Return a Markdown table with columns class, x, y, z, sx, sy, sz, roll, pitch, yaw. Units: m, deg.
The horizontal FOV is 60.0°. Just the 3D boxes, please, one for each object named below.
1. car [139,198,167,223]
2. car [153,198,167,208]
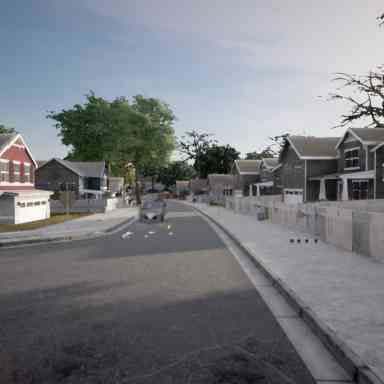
| class | x | y | z | sx | sy | sz | roll | pitch | yaw |
| --- | --- | --- | --- | --- | --- | --- | --- | --- | --- |
| car | -3.062 | 1.521 | 26.119 | 2.128 | 1.511 | 4.902 | 0 | 0 | -2 |
| car | -4.958 | 1.654 | 51.605 | 1.994 | 1.385 | 4.181 | 0 | 0 | -6 |
